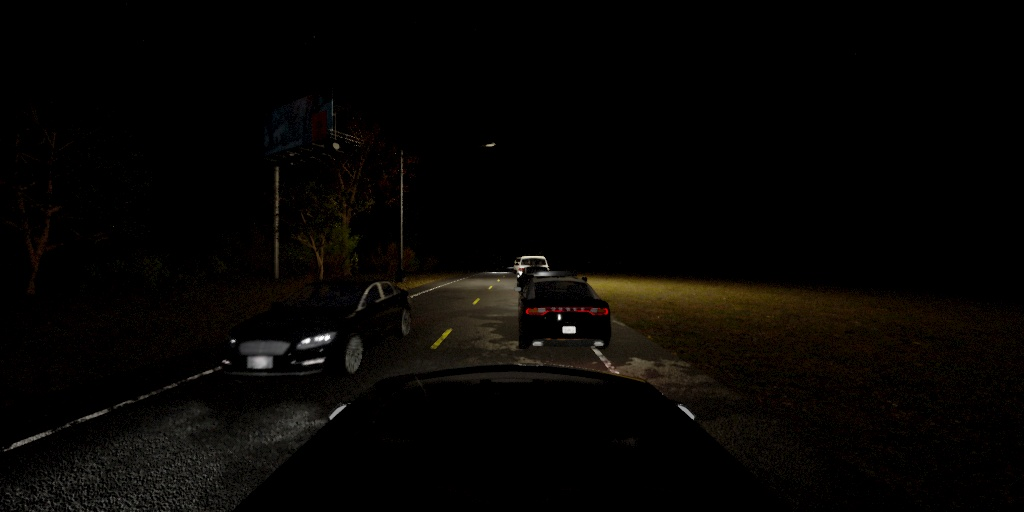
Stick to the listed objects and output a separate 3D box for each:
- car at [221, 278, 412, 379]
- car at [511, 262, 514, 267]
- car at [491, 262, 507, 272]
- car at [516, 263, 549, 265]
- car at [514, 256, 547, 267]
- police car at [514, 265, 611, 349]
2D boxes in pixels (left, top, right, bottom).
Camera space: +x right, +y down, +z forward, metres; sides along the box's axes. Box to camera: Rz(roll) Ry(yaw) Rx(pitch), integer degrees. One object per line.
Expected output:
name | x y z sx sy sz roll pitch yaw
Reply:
car | -3.546 1.247 7.529 2.128 1.511 4.902 0 0 1
car | 1.392 1.201 46.506 2.150 2.045 5.566 0 0 4
car | -1.847 1.581 50.871 1.994 1.385 4.181 0 0 4
car | 1.276 1.295 19.152 1.837 1.490 4.892 0 0 1
car | 1.445 1.043 25.161 2.150 2.045 5.566 0 0 2
police car | 1.100 1.184 9.297 1.930 1.638 5.238 0 0 1
